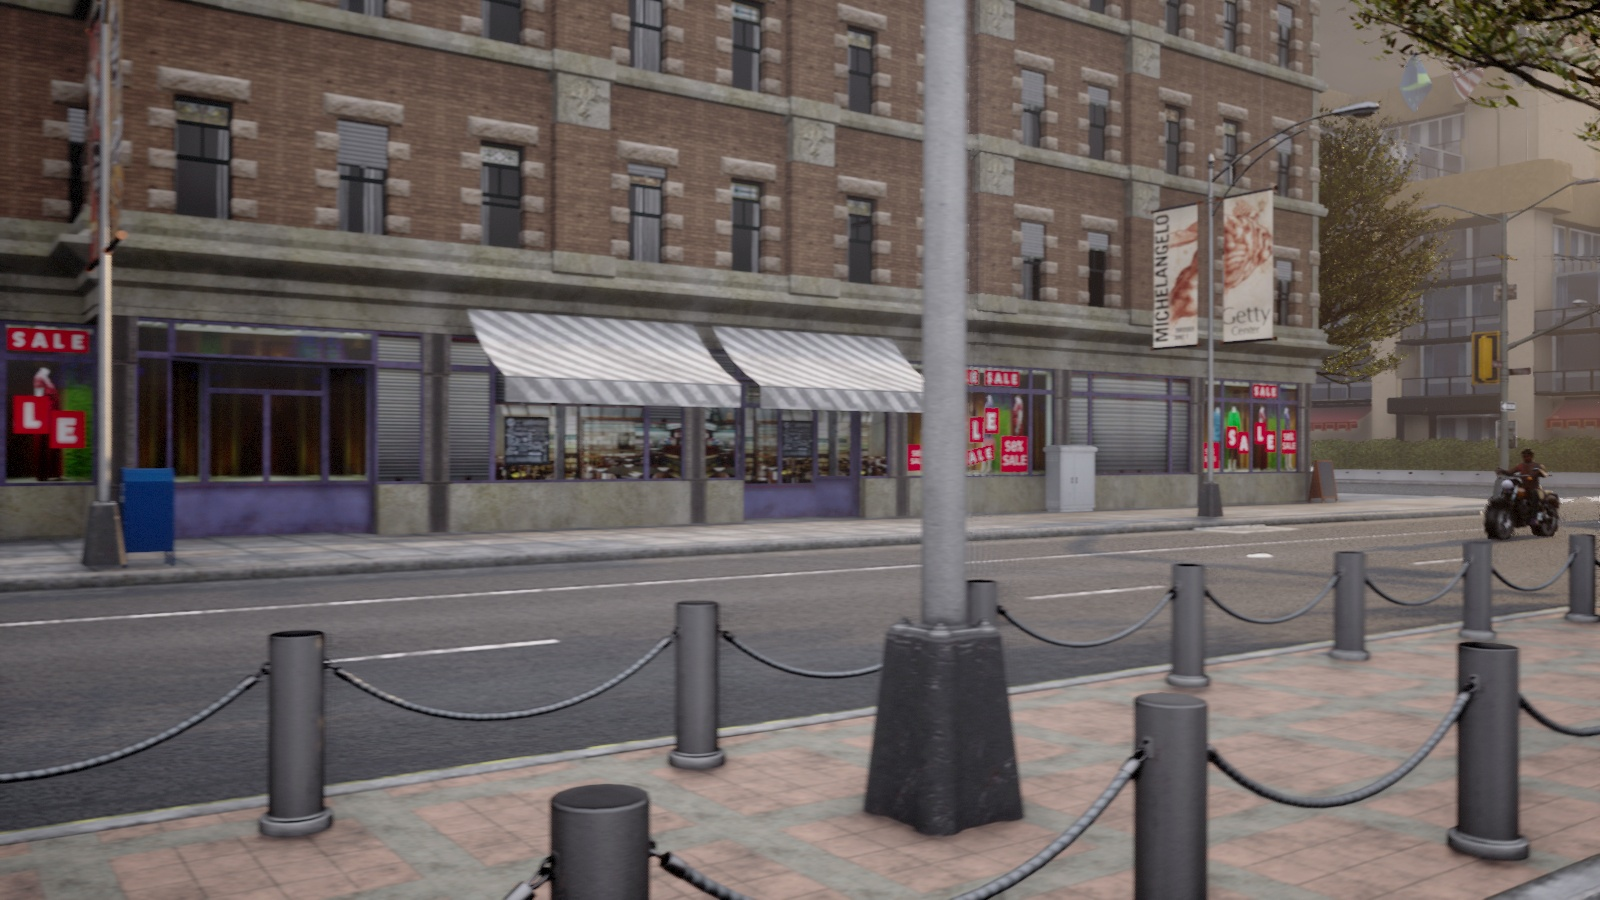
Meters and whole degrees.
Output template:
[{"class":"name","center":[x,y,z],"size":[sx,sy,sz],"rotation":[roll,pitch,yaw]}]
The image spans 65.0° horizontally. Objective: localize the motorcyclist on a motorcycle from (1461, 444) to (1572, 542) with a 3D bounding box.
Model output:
[{"class":"motorcyclist on a motorcycle","center":[12.717,0.723,22.250],"size":[2.350,1.649,0.766],"rotation":[0,0,-35]}]
